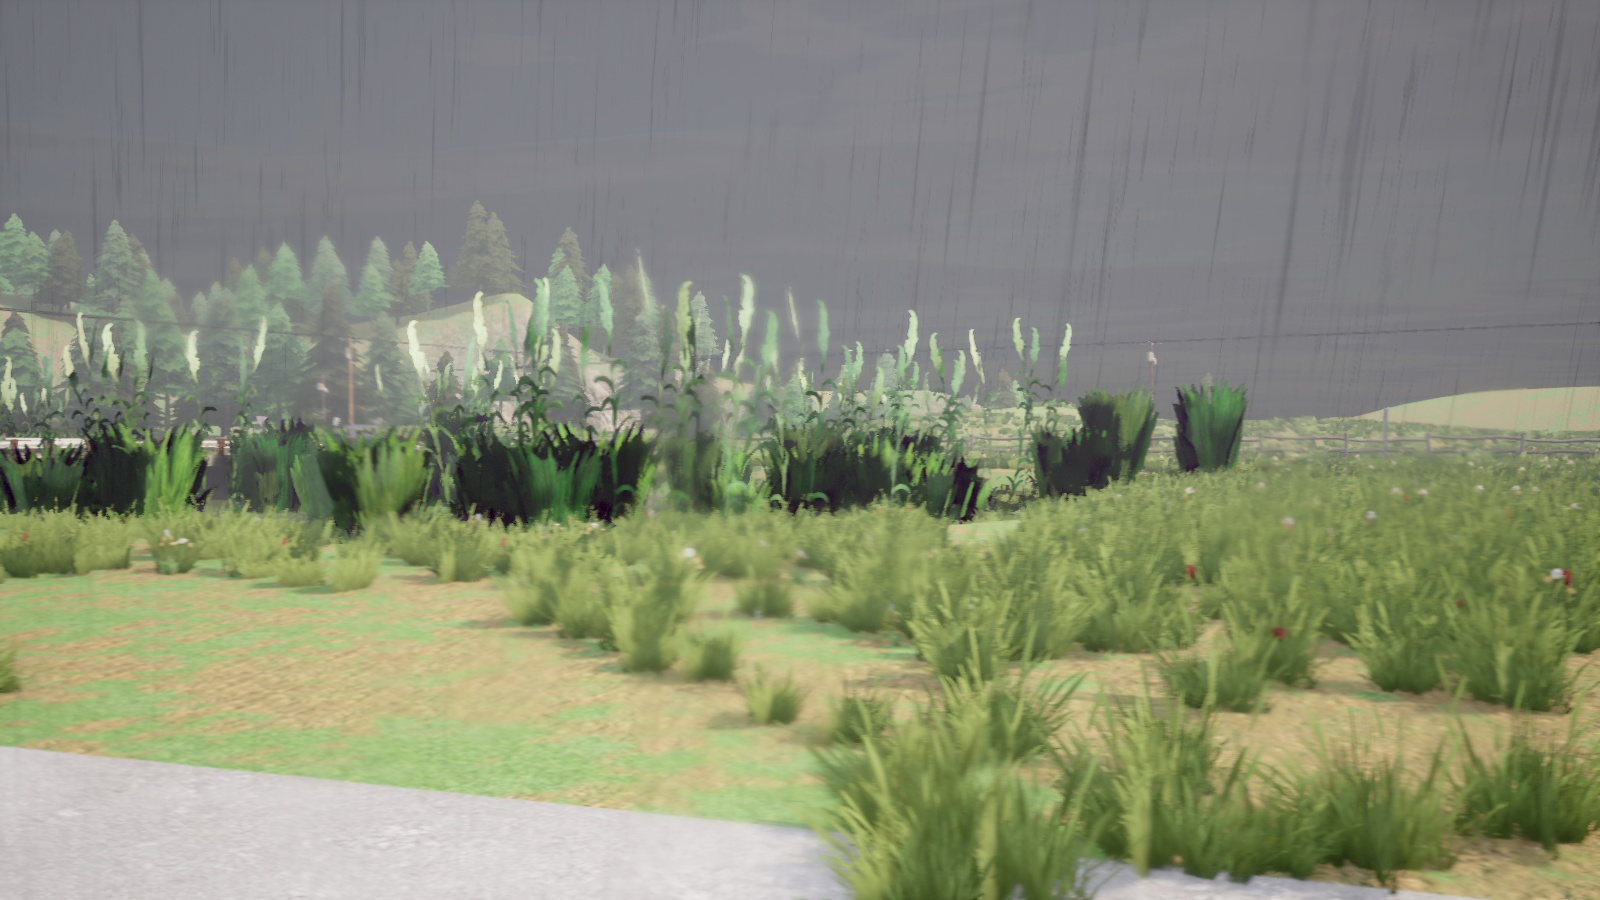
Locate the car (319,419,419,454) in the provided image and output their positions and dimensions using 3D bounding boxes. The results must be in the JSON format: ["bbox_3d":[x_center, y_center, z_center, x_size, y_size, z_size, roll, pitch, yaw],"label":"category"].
[{"bbox_3d":[-22.212,-0.681,64.878,2.242,1.667,4.611,1,0,26],"label":"car"}]
